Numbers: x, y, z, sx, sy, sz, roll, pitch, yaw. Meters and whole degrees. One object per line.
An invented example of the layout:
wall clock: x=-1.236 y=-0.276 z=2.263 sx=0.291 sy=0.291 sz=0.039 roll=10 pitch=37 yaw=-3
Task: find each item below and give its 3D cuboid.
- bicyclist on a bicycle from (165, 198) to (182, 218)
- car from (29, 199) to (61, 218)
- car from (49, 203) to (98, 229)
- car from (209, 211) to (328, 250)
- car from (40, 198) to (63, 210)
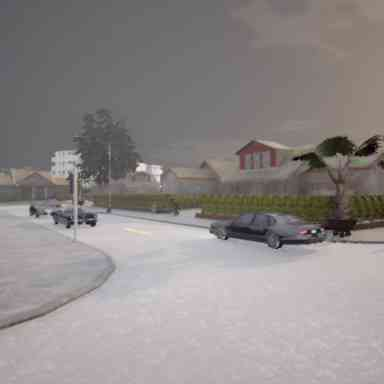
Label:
bicyclist on a bicycle: x=-1.526 y=1.350 z=27.866 sx=1.656 sy=1.620 sz=0.582 roll=-1 pitch=0 yaw=-35
car: x=-13.624 y=1.532 z=30.558 sx=2.128 sy=1.511 sz=4.902 roll=0 pitch=0 yaw=-35
car: x=-7.919 y=1.624 z=22.360 sx=1.895 sy=1.301 sz=4.718 roll=0 pitch=0 yaw=-35
car: x=3.059 y=1.535 z=14.482 sx=2.033 sy=1.411 sz=5.357 roll=0 pitch=0 yaw=-37
car: x=-19.535 y=1.621 z=46.157 sx=1.994 sy=1.385 sz=4.181 roll=0 pitch=0 yaw=-36
